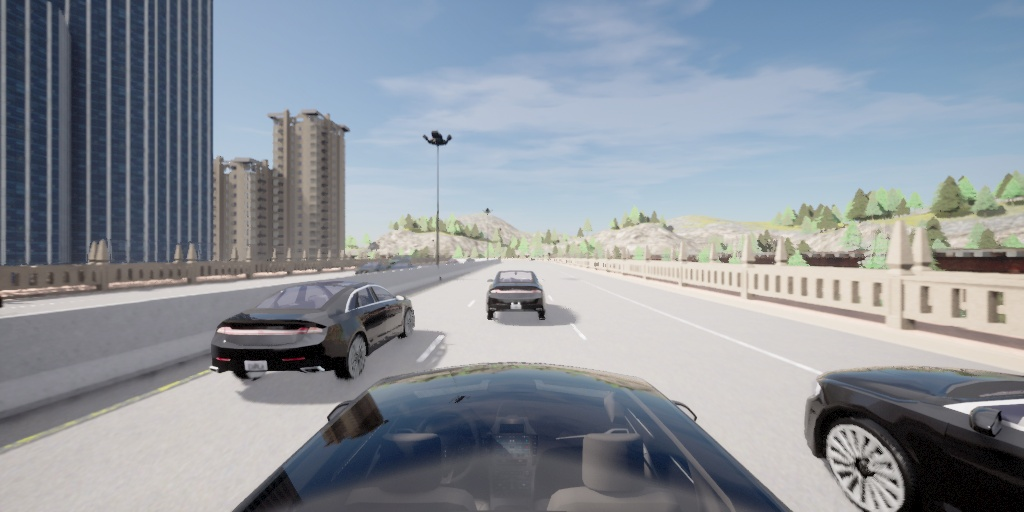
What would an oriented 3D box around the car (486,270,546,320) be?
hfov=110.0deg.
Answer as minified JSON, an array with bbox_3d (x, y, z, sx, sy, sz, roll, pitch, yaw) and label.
[{"bbox_3d":[0.147,1.242,12.692,2.128,1.511,4.902,0,0,1],"label":"car"}]

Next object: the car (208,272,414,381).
[{"bbox_3d":[-3.392,1.242,7.187,2.128,1.511,4.902,0,0,0],"label":"car"}]

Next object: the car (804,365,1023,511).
[{"bbox_3d":[3.600,1.242,1.293,2.128,1.511,4.902,0,0,0],"label":"car"}]

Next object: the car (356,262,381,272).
[{"bbox_3d":[-13.525,1.314,34.963,1.994,1.385,4.181,0,0,2],"label":"car"}]

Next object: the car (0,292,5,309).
[{"bbox_3d":[-17.567,1.101,9.616,2.097,1.767,4.553,0,0,0],"label":"car"}]

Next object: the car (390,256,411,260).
[{"bbox_3d":[-16.476,0.971,52.826,2.150,2.045,5.566,0,0,2],"label":"car"}]

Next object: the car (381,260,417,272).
[{"bbox_3d":[-10.077,1.314,33.172,1.994,1.385,4.181,0,0,2],"label":"car"}]
